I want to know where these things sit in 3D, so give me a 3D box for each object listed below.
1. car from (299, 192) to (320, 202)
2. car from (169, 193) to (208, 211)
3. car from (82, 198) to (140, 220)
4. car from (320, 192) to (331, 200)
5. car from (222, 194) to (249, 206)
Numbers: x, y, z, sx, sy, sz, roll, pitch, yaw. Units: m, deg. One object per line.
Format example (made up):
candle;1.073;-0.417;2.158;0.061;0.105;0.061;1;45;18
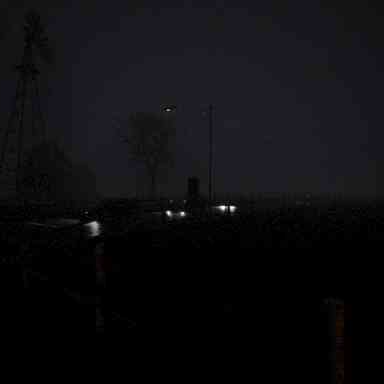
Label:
car;18.947;0.800;54.370;1.812;1.442;4.674;1;2;35
car;-0.318;0.924;33.597;2.097;1.767;4.553;1;2;35
car;-6.087;1.210;25.470;1.837;1.490;4.892;1;1;35
car;24.746;0.710;62.554;1.994;1.385;4.181;1;1;36
car;5.458;1.005;41.742;1.994;1.385;4.181;1;2;35
